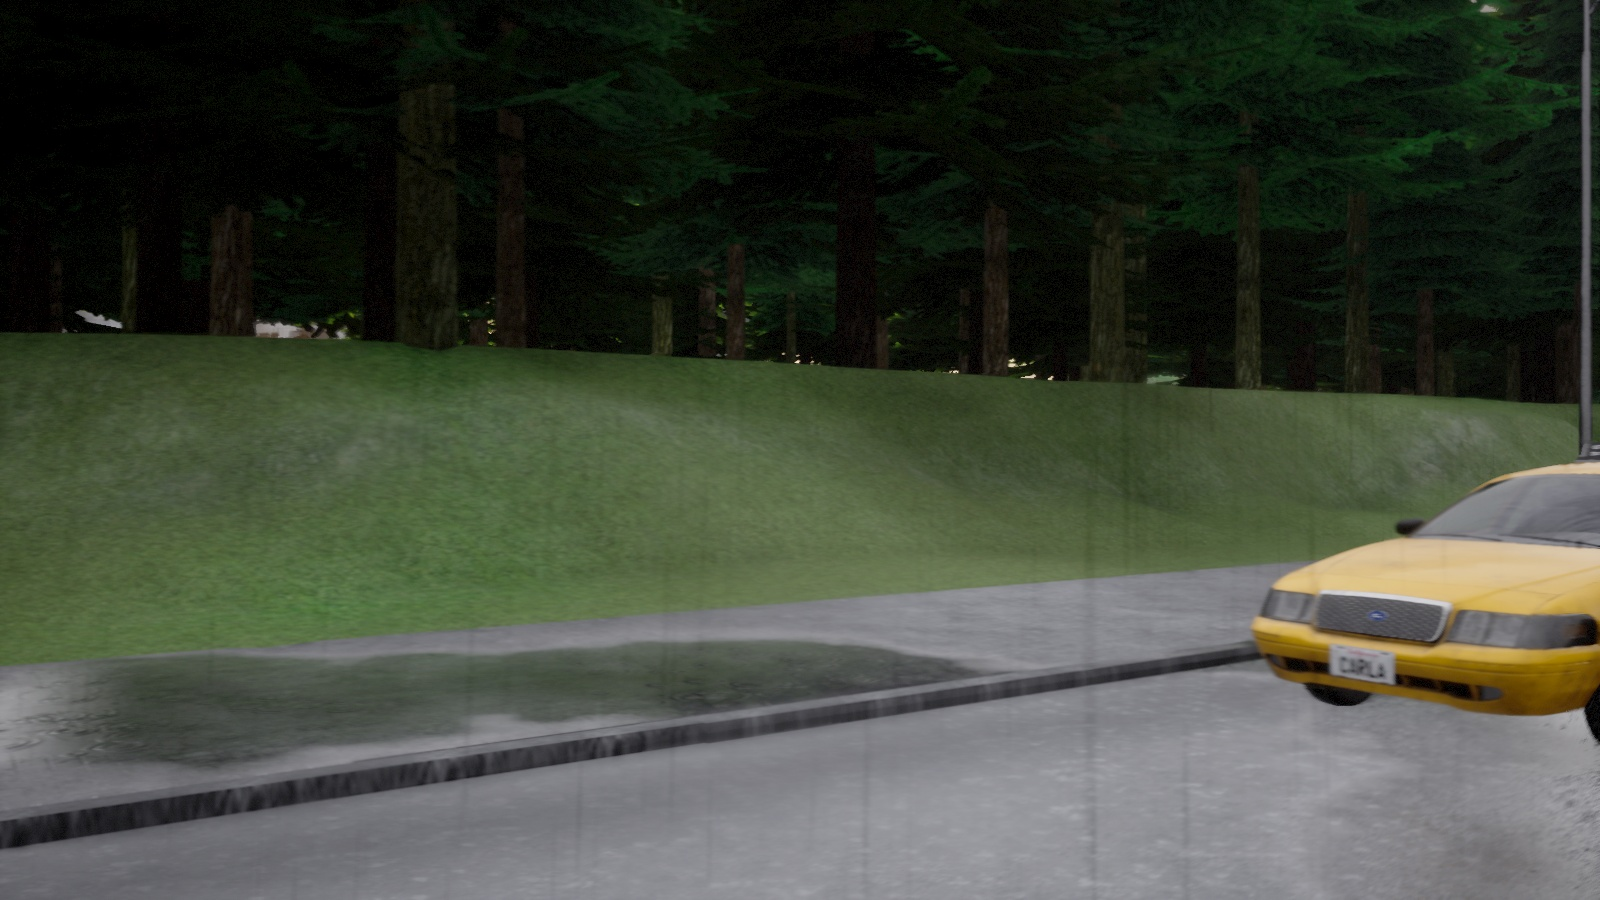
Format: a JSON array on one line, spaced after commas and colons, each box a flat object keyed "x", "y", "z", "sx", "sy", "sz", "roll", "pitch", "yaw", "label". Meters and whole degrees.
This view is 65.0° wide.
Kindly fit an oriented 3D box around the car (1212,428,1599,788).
[{"x": 5.009, "y": 0.692, "z": 7.773, "sx": 5.366, "sy": 1.575, "sz": 1.801, "roll": 0, "pitch": 0, "yaw": -35, "label": "car"}]
